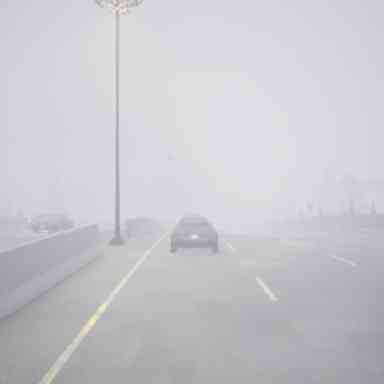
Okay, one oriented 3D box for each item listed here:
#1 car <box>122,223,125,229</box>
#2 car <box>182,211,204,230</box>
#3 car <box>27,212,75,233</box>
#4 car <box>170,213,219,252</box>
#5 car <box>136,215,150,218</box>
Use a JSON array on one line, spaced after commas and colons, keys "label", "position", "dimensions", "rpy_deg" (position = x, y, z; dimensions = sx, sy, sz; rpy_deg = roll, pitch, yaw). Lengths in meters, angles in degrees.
[{"label": "car", "position": [-14.011, 7.406, 72.948], "dimensions": [2.128, 1.511, 4.902], "rpy_deg": [0, -6, 0]}, {"label": "car", "position": [0.095, 2.888, 33.226], "dimensions": [2.097, 1.767, 4.553], "rpy_deg": [0, -6, 0]}, {"label": "car", "position": [-10.596, 2.378, 25.819], "dimensions": [1.812, 1.442, 4.674], "rpy_deg": [0, -5, 0]}, {"label": "car", "position": [0.098, 1.774, 14.827], "dimensions": [1.994, 1.385, 4.181], "rpy_deg": [0, -2, 0]}, {"label": "car", "position": [-7.060, 4.338, 47.564], "dimensions": [2.150, 2.045, 5.566], "rpy_deg": [0, -7, 0]}]
